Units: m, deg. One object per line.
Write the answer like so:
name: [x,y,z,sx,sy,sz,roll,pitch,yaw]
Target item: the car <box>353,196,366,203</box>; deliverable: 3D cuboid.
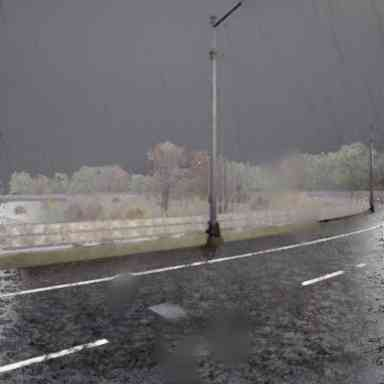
car: [39.839,1.844,79.864,2.097,1.767,4.553,0,0,5]
